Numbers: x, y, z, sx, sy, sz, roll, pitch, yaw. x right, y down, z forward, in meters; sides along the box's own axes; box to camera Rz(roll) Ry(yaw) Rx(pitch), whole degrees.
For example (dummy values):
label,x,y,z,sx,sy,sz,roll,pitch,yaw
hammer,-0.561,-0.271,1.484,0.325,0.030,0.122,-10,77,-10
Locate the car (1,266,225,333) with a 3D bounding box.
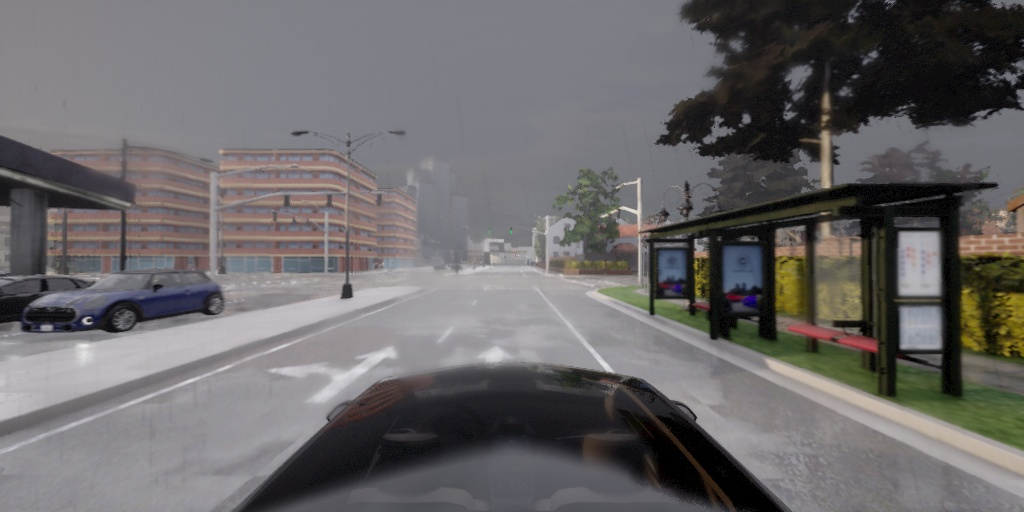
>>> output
label,x,y,z,sx,sy,sz,roll,pitch,yaw
car,-11.563,1.225,11.174,2.097,1.767,4.553,0,-1,0
